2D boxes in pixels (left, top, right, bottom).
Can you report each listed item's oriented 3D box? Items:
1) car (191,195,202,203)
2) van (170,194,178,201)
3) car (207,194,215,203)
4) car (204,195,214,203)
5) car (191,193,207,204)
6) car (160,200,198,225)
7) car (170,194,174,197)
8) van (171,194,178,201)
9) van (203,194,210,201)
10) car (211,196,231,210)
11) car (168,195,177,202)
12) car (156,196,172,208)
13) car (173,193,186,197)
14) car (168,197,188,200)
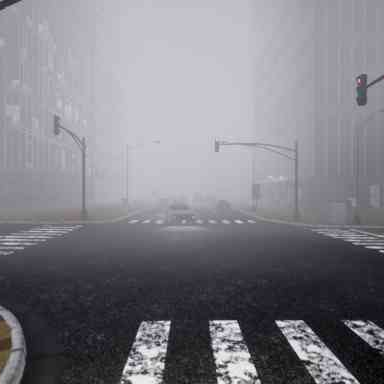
[{"bbox_3d":[0.957,1.512,73.157,2.128,1.511,4.902,0,0,0],"label":"car"},{"bbox_3d":[-4.414,1.321,80.448,1.690,1.788,3.998,0,0,0],"label":"van"},{"bbox_3d":[3.588,1.313,63.923,2.192,1.841,5.009,0,0,0],"label":"car"},{"bbox_3d":[3.548,1.432,69.452,1.967,1.590,4.097,0,0,0],"label":"car"},{"bbox_3d":[1.131,1.220,62.811,2.150,2.045,5.566,0,0,0],"label":"car"},{"bbox_3d":[-0.970,1.568,24.571,2.033,1.411,5.357,0,0,-10],"label":"car"},{"bbox_3d":[-4.292,1.564,63.866,1.947,1.339,4.313,0,0,0],"label":"car"},{"bbox_3d":[-4.454,1.315,85.976,1.690,1.788,3.998,0,0,0],"label":"van"},{"bbox_3d":[3.466,1.321,80.506,1.690,1.788,3.998,0,0,0],"label":"van"},{"bbox_3d":[3.799,1.579,41.815,1.947,1.339,4.313,0,0,0],"label":"car"},{"bbox_3d":[-4.373,1.426,74.921,1.967,1.590,4.097,0,0,0],"label":"car"},{"bbox_3d":[-4.171,1.592,47.283,1.802,1.307,4.206,0,0,0],"label":"car"},{"bbox_3d":[-1.763,1.352,60.353,2.097,1.767,4.553,0,0,0],"label":"car"},{"bbox_3d":[-1.657,1.615,40.686,1.895,1.301,4.718,0,0,0],"label":"car"}]
